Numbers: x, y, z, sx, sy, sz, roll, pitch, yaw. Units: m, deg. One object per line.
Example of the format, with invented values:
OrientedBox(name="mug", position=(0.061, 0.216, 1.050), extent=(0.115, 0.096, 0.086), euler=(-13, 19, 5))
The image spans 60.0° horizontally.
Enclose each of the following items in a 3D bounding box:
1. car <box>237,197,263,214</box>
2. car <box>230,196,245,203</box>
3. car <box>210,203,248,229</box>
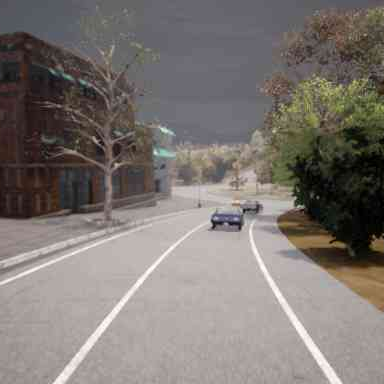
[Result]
OrientedBox(name="car", position=(7.108, 1.710, 38.865), extent=(2.033, 1.411, 5.357), euler=(2, 0, 19))
OrientedBox(name="car", position=(6.963, 1.440, 48.164), extent=(2.097, 1.767, 4.553), euler=(2, 2, 22))
OrientedBox(name="car", position=(2.436, 1.627, 21.799), extent=(1.895, 1.301, 4.718), euler=(1, 0, 11))
